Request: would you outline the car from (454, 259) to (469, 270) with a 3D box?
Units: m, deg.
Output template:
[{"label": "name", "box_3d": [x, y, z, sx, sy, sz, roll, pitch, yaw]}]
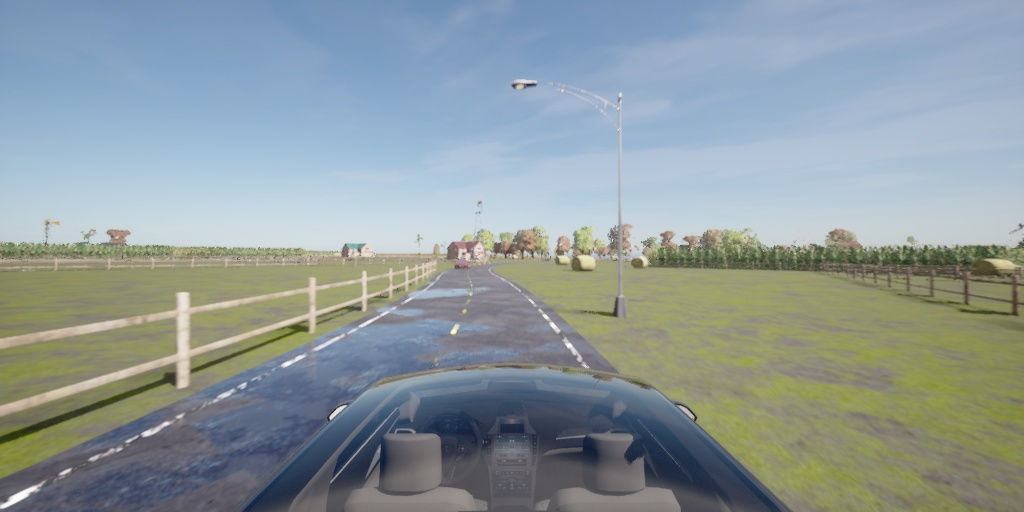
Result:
[{"label": "car", "box_3d": [-7.405, 1.202, 53.010, 1.882, 1.535, 5.008, 0, 0, -2]}]
